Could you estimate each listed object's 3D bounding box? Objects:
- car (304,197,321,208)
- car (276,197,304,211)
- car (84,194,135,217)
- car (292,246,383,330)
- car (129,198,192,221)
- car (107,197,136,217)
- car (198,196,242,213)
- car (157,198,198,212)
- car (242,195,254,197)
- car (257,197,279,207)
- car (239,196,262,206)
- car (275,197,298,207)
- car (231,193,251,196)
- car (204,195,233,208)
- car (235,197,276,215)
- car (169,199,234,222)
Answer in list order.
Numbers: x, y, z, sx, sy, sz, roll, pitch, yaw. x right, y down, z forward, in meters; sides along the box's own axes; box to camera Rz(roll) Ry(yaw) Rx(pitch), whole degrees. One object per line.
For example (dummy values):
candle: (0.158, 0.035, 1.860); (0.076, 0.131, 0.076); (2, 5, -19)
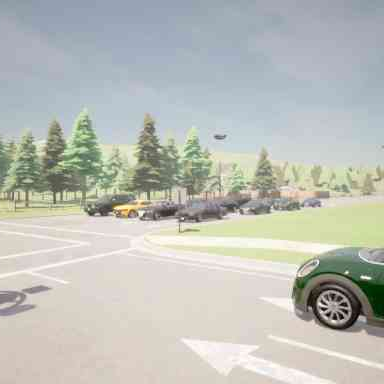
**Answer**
car: (17.707, 1.526, 49.244); (1.812, 1.442, 4.674); (0, 0, 37)
car: (11.794, 1.352, 41.227); (2.097, 1.767, 4.553); (0, 0, 36)
car: (-7.726, 1.221, 32.379); (2.150, 2.045, 5.566); (0, 0, 36)
car: (4.032, 1.352, 5.414); (4.553, 1.767, 2.097); (0, 0, 35)
car: (-2.504, 1.491, 27.666); (2.128, 1.511, 4.902); (0, 0, 36)
car: (-4.893, 1.478, 30.324); (1.882, 1.535, 5.008); (0, 0, 36)
car: (3.057, 1.478, 35.245); (1.882, 1.535, 5.008); (0, 0, 36)
car: (-1.706, 1.547, 40.585); (2.033, 1.411, 5.357); (0, 0, 36)
car: (8.639, 1.491, 42.848); (2.128, 1.511, 4.902); (0, 0, 36)
car: (12.383, 1.564, 53.813); (1.994, 1.385, 4.181); (0, 0, 37)
car: (9.971, 1.478, 56.435); (1.882, 1.535, 5.008); (0, 0, 37)
car: (14.533, 1.526, 50.841); (1.812, 1.442, 4.674); (0, 0, 37)
car: (6.409, 1.221, 45.724); (2.150, 2.045, 5.566); (0, 0, 36)
car: (3.932, 1.352, 48.259); (2.097, 1.767, 4.553); (0, 0, 36)
car: (6.564, 1.526, 34.090); (1.812, 1.442, 4.674); (0, 0, 36)
car: (0.884, 1.547, 26.366); (2.033, 1.411, 5.357); (0, 0, 36)
